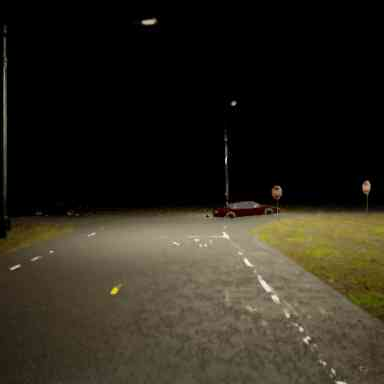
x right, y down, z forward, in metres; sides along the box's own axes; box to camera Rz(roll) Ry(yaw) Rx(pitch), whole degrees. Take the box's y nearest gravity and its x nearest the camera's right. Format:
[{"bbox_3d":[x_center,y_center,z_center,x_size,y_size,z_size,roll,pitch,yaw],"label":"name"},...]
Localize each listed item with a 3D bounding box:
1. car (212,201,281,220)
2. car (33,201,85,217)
[{"bbox_3d":[4.312,1.422,26.718,5.357,1.411,2.033,-4,-1,-1],"label":"car"},{"bbox_3d":[-13.413,1.740,33.607,5.008,1.535,1.882,-1,-2,0],"label":"car"}]
